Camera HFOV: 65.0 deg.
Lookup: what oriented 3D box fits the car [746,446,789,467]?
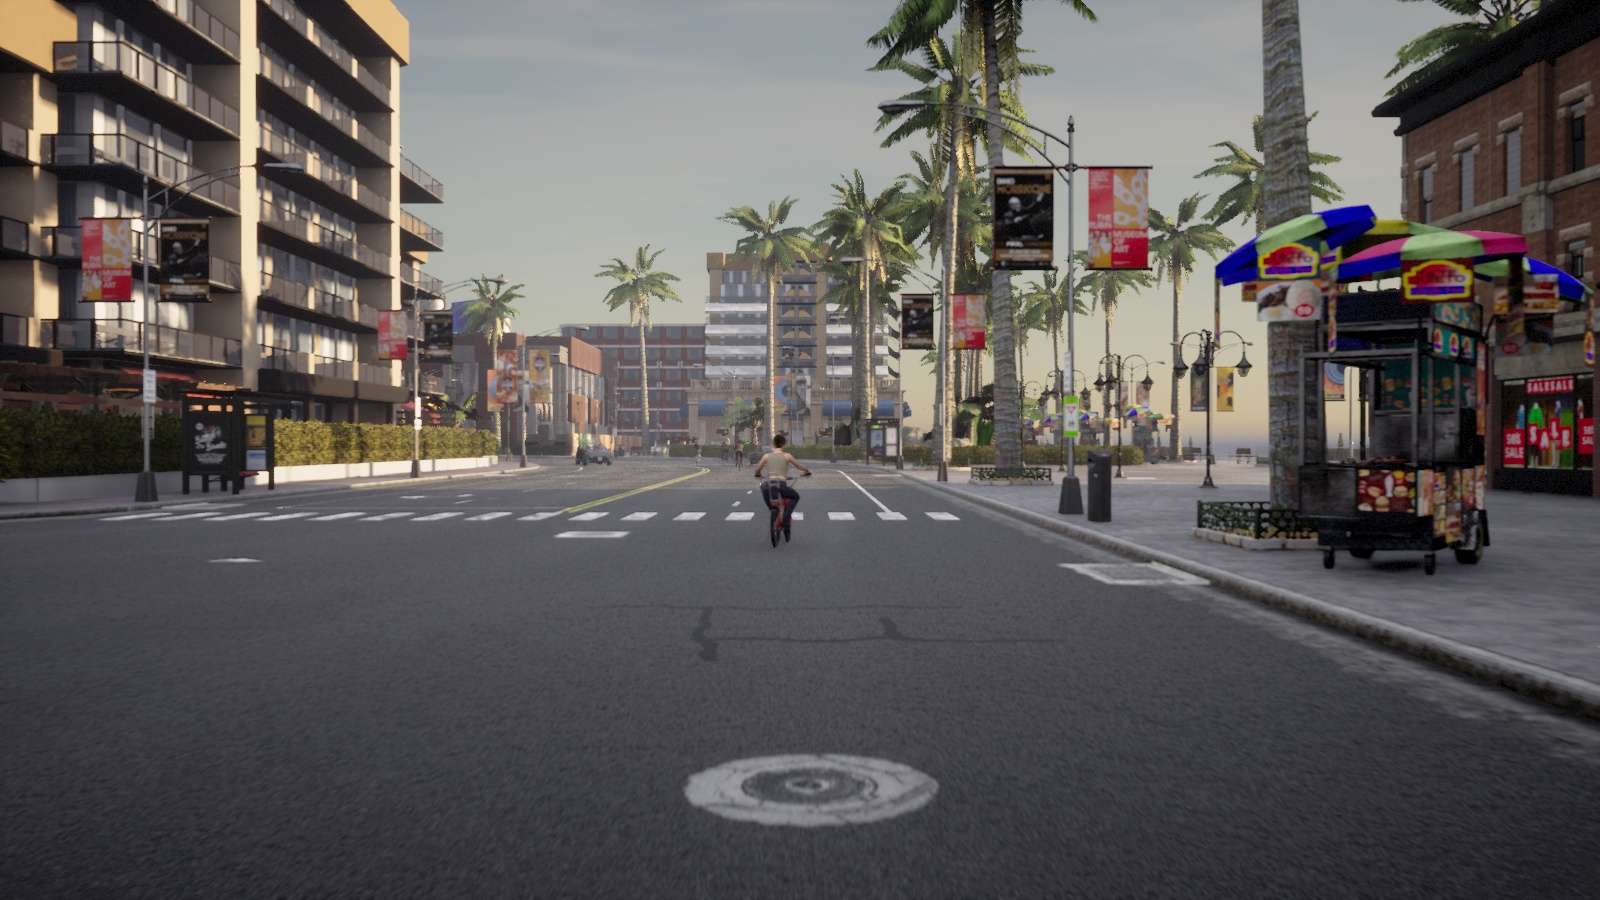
[{"bbox_3d":[-2.163,0.383,82.075,1.895,1.301,4.718,0,0,-14],"label":"car"}]

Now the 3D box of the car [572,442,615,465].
[{"bbox_3d":[-13.933,0.205,84.653,2.007,1.525,4.514,0,0,-20],"label":"car"}]

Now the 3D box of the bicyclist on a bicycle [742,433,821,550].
[{"bbox_3d":[-0.255,0.580,18.277,0.866,1.612,1.509,-1,0,9],"label":"bicyclist on a bicycle"}]
